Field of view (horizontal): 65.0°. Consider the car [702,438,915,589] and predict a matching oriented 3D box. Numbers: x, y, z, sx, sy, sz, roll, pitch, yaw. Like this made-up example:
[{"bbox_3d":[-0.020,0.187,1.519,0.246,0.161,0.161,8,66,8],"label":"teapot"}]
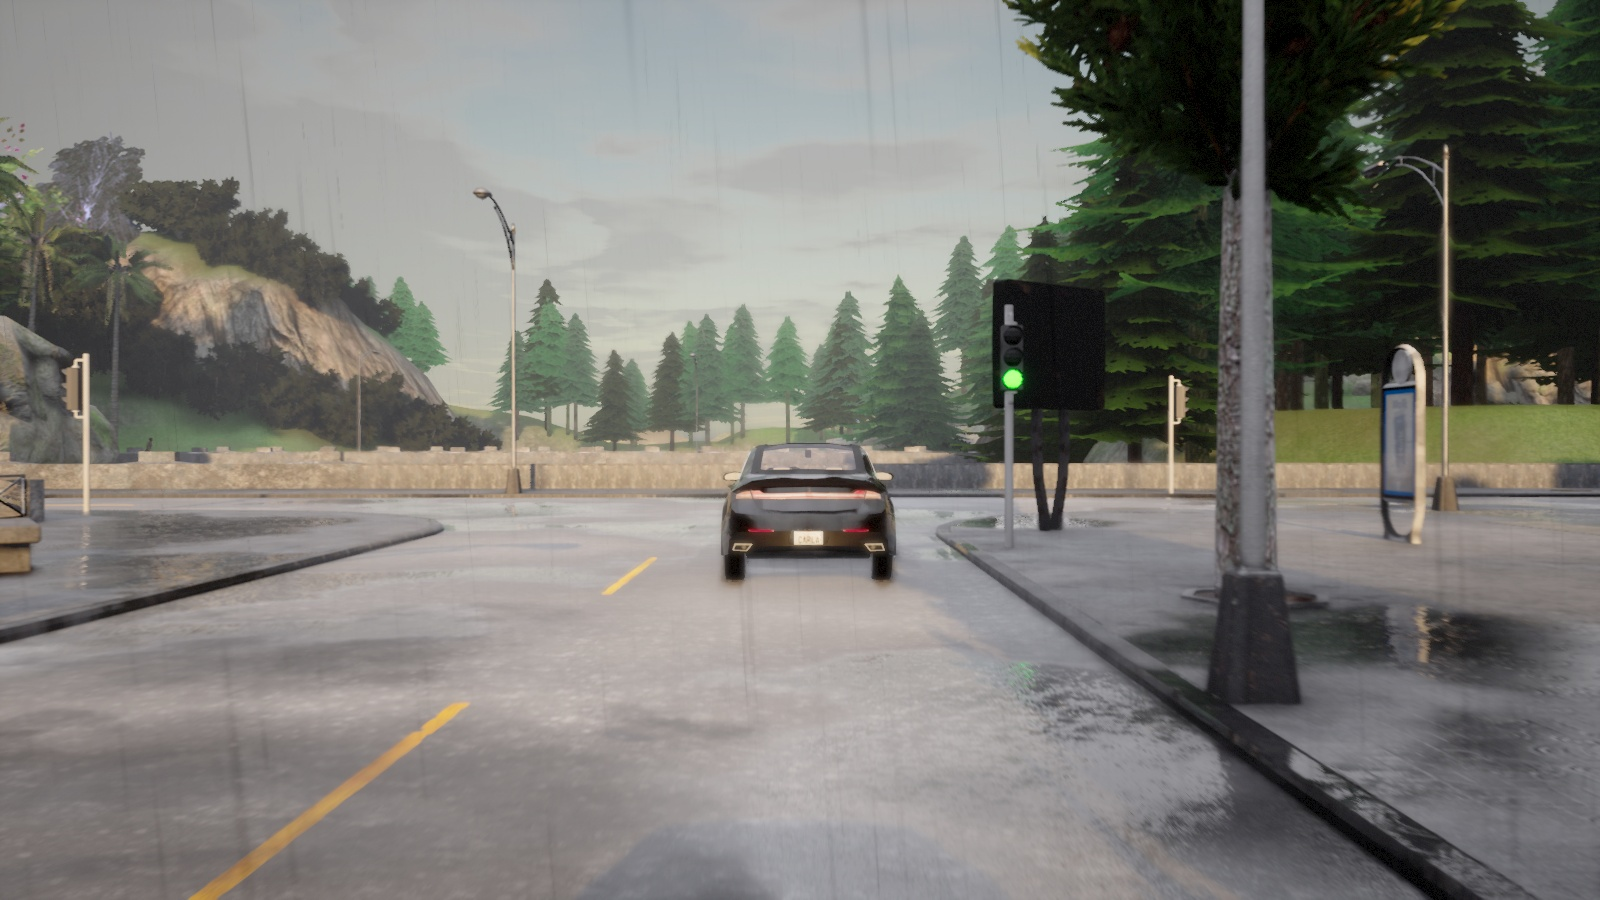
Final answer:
[{"bbox_3d":[0.098,0.618,14.983,2.128,1.511,4.902,0,0,0],"label":"car"}]
